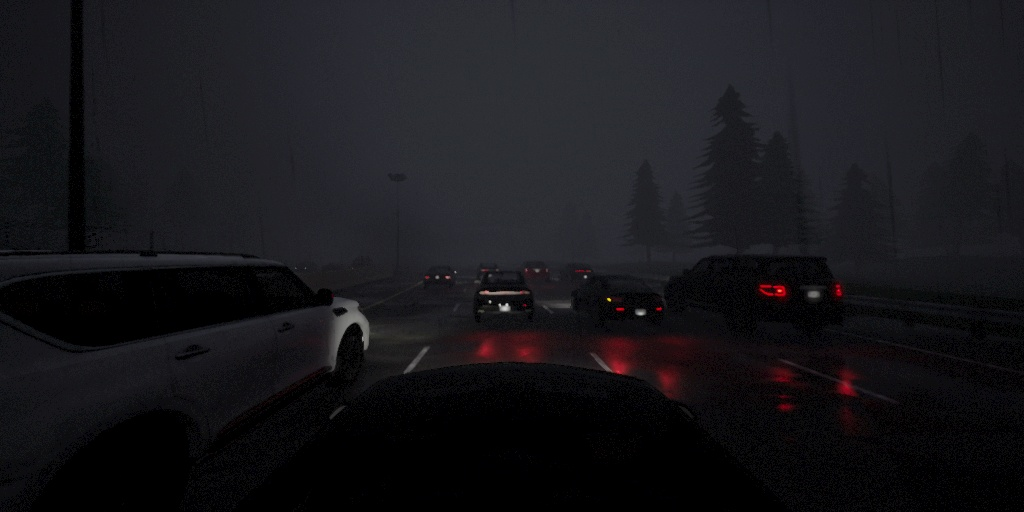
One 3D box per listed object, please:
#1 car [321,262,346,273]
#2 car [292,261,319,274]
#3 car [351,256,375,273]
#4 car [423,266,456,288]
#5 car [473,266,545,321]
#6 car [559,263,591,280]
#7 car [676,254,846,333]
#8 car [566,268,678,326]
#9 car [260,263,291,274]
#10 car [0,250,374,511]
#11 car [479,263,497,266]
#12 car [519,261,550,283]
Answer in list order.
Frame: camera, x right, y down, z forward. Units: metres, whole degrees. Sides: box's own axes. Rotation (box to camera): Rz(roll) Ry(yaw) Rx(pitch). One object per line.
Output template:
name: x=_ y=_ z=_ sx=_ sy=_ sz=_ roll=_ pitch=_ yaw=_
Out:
car: x=-23.209 y=1.477 z=46.697 sx=1.895 sy=1.301 sz=4.718 roll=0 pitch=0 yaw=-14
car: x=-26.831 y=1.431 z=46.829 sx=1.837 sy=1.490 sz=4.892 roll=0 pitch=0 yaw=-14
car: x=-19.946 y=1.091 z=48.122 sx=2.150 sy=2.045 sz=5.566 roll=0 pitch=0 yaw=-14
car: x=-4.817 y=1.348 z=24.192 sx=2.033 sy=1.411 sz=5.357 roll=0 pitch=0 yaw=-7
car: x=-0.318 y=1.262 z=12.462 sx=2.128 sy=1.511 sz=4.902 roll=0 pitch=0 yaw=-3
car: x=5.131 y=1.295 z=28.916 sx=1.837 sy=1.490 sz=4.892 roll=0 pitch=0 yaw=-7
car: x=6.786 y=0.976 z=10.892 sx=2.150 sy=2.045 sz=5.566 roll=0 pitch=0 yaw=-3
car: x=3.227 y=1.288 z=11.605 sx=1.812 sy=1.442 sz=4.674 roll=0 pitch=0 yaw=-3
car: x=-30.213 y=1.531 z=45.931 sx=1.895 sy=1.301 sz=4.718 roll=0 pitch=0 yaw=-14
car: x=-3.478 y=0.982 z=3.755 sx=2.150 sy=2.045 sz=5.566 roll=0 pitch=0 yaw=-1
car: x=-1.995 y=1.296 z=29.345 sx=2.128 sy=1.511 sz=4.902 roll=0 pitch=0 yaw=-8
car: x=1.606 y=1.149 z=28.829 sx=2.097 sy=1.767 sz=4.553 roll=0 pitch=0 yaw=-7
